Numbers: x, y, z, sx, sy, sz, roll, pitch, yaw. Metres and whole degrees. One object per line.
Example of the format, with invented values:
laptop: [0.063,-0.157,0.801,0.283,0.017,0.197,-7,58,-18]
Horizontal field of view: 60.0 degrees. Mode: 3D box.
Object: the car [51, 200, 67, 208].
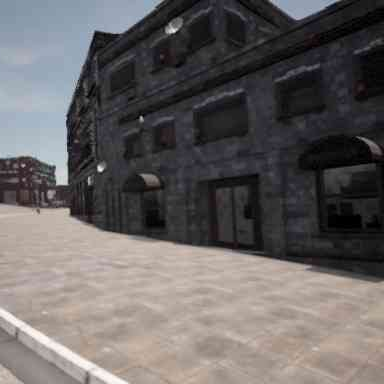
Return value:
car: [-29.695,2.882,74.297,2.150,2.045,5.566,-3,-2,-4]
